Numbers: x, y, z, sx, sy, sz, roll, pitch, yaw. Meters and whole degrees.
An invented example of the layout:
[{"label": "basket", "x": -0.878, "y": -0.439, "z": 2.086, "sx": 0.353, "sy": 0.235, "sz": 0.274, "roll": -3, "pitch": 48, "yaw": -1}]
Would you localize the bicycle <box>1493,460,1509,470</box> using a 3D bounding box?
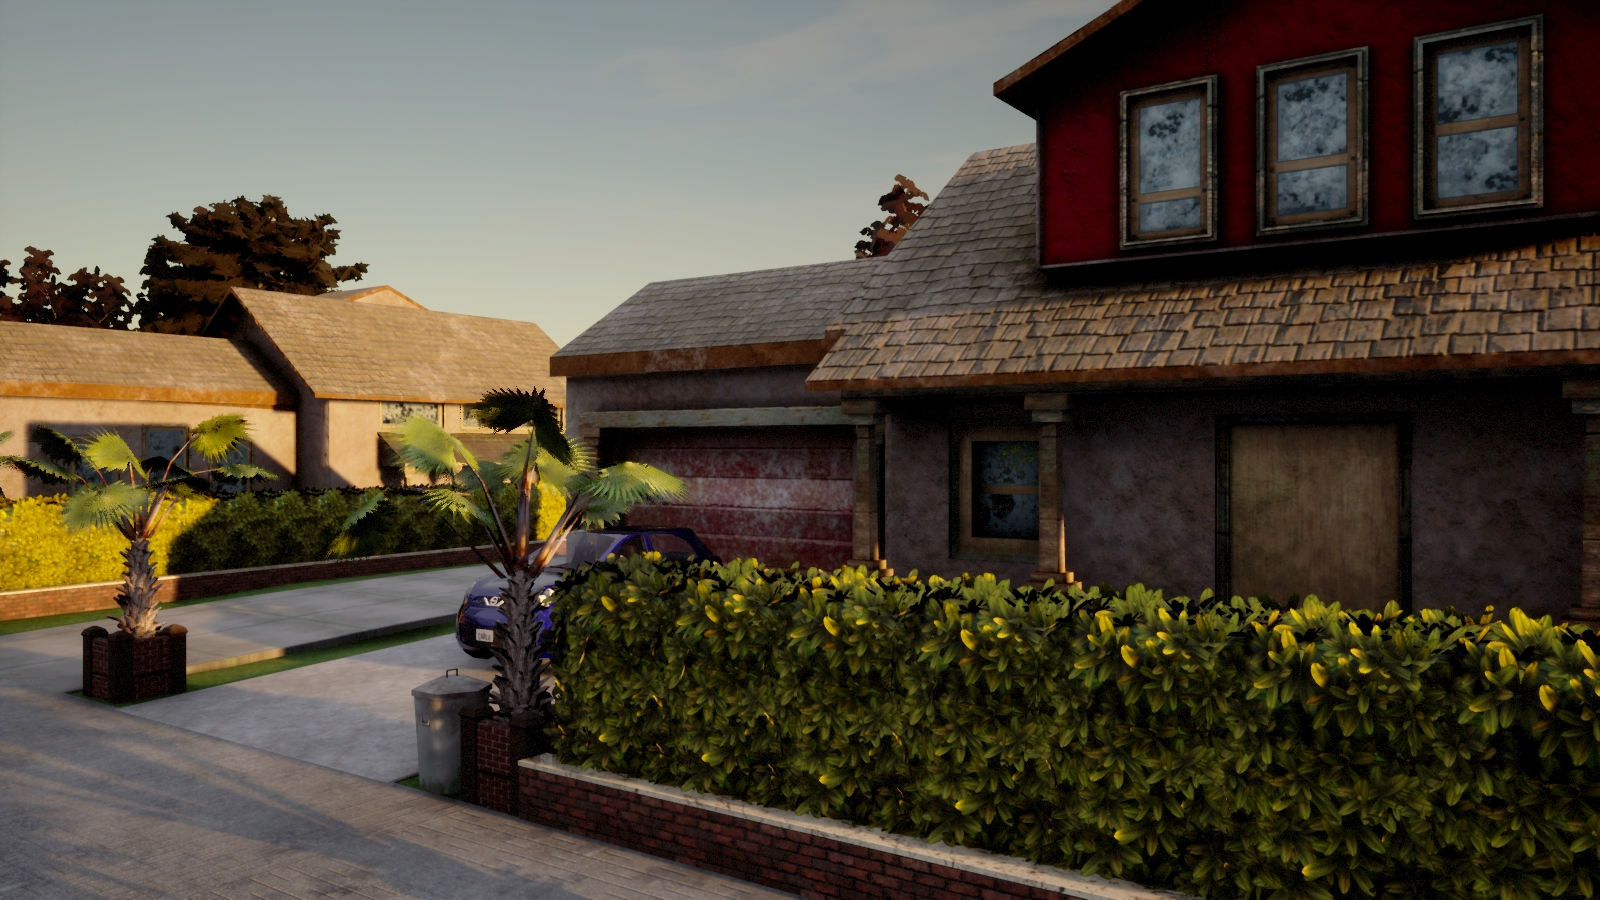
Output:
[{"label": "bicycle", "x": 96.009, "y": 2.056, "z": 156.497, "sx": 1.835, "sy": 1.471, "sz": 0.329, "roll": 0, "pitch": 0, "yaw": 35}]
